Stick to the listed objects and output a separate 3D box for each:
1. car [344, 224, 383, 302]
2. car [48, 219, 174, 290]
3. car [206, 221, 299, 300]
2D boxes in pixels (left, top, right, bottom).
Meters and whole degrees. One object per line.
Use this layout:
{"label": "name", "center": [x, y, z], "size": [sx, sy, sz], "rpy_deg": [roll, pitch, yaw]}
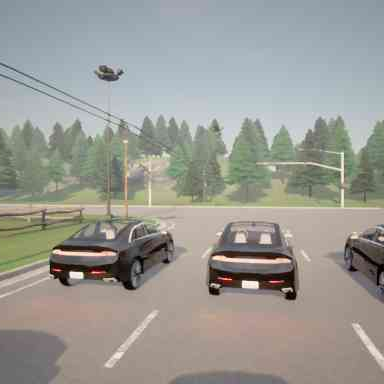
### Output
{"label": "car", "center": [4.998, 1.491, 7.804], "size": [2.128, 1.511, 4.902], "rpy_deg": [0, 0, 12]}
{"label": "car", "center": [-1.866, 1.491, 9.183], "size": [2.128, 1.511, 4.902], "rpy_deg": [0, 0, 12]}
{"label": "car", "center": [1.565, 1.491, 8.486], "size": [2.128, 1.511, 4.902], "rpy_deg": [0, 0, 12]}
